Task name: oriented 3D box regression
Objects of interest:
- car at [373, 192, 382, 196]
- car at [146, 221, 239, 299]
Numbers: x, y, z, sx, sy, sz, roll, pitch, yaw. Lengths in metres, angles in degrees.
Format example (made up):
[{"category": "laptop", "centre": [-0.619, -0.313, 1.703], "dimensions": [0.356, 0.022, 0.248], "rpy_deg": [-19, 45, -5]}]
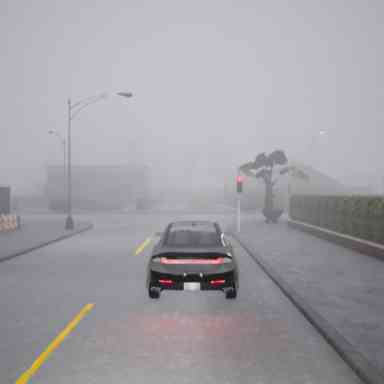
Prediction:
[{"category": "car", "centre": [38.029, 0.849, 67.797], "dimensions": [1.905, 1.878, 3.866], "rpy_deg": [0, 0, 0]}, {"category": "car", "centre": [0.039, 1.476, 8.395], "dimensions": [2.128, 1.511, 4.902], "rpy_deg": [0, 0, 1]}]
